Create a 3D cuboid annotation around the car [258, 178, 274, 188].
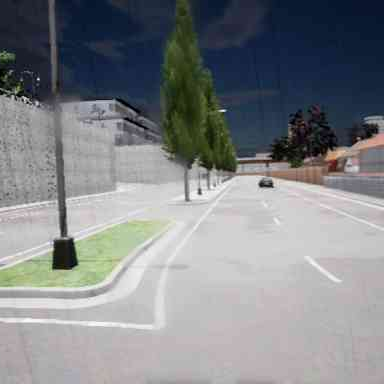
[{"bbox_3d":[10.738,-1.352,48.417,1.994,1.385,4.181,-1,3,9],"label":"car"}]
